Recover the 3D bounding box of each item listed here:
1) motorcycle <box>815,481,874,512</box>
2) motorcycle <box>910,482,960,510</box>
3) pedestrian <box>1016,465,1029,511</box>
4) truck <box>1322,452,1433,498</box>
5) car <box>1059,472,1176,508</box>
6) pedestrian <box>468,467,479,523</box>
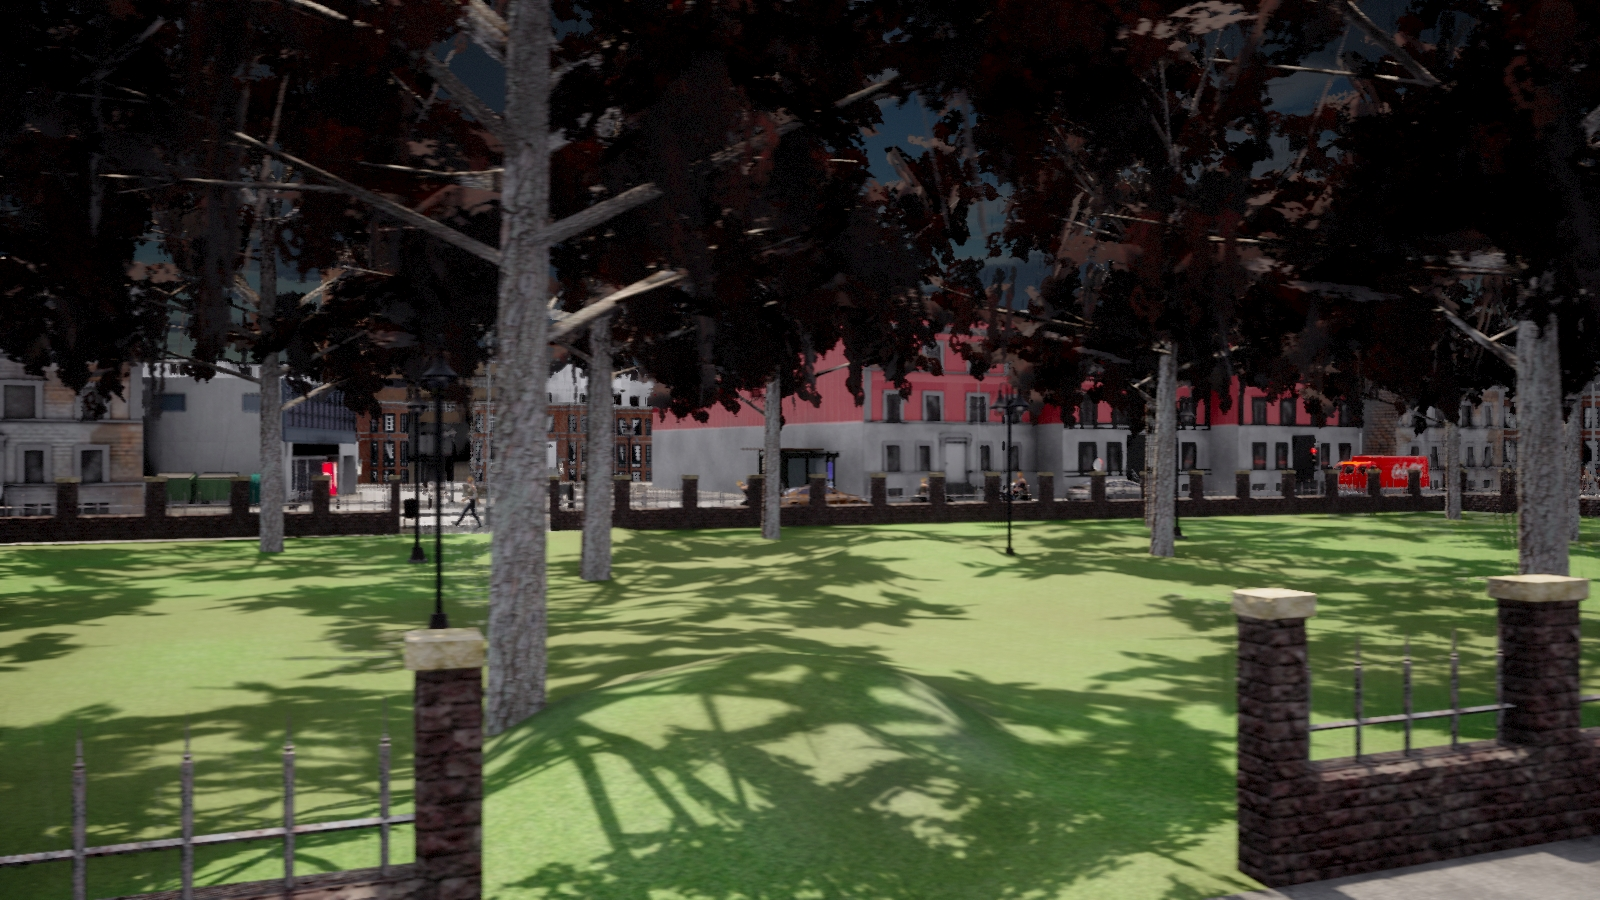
[{"bbox_3d":[1.891,1.951,48.460,2.356,1.277,0.764,0,0,-20],"label":"motorcycle"},{"bbox_3d":[5.896,1.994,49.925,2.033,1.145,0.803,0,0,-20],"label":"motorcycle"},{"bbox_3d":[8.940,1.527,45.899,0.375,1.860,0.375,0,0,-20],"label":"pedestrian"},{"bbox_3d":[32.188,1.350,63.710,5.204,2.467,2.627,0,0,-20],"label":"truck"},{"bbox_3d":[14.742,1.829,53.104,4.902,1.511,2.128,0,0,-20],"label":"car"},{"bbox_3d":[-11.092,1.524,38.818,0.375,1.860,0.375,0,0,-17],"label":"pedestrian"}]
